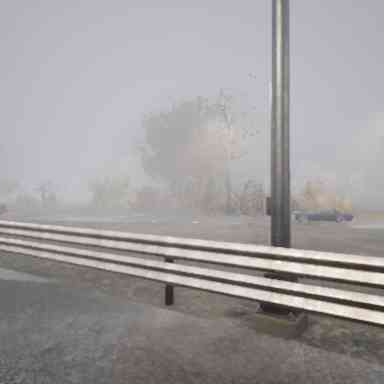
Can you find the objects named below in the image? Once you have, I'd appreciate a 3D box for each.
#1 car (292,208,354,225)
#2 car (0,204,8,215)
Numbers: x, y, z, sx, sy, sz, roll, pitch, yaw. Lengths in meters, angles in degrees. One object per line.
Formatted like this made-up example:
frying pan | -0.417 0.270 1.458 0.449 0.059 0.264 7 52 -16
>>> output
car | 10.875 1.978 28.014 4.718 1.301 1.895 0 0 12
car | -21.949 1.695 34.964 5.008 1.535 1.882 0 0 12
